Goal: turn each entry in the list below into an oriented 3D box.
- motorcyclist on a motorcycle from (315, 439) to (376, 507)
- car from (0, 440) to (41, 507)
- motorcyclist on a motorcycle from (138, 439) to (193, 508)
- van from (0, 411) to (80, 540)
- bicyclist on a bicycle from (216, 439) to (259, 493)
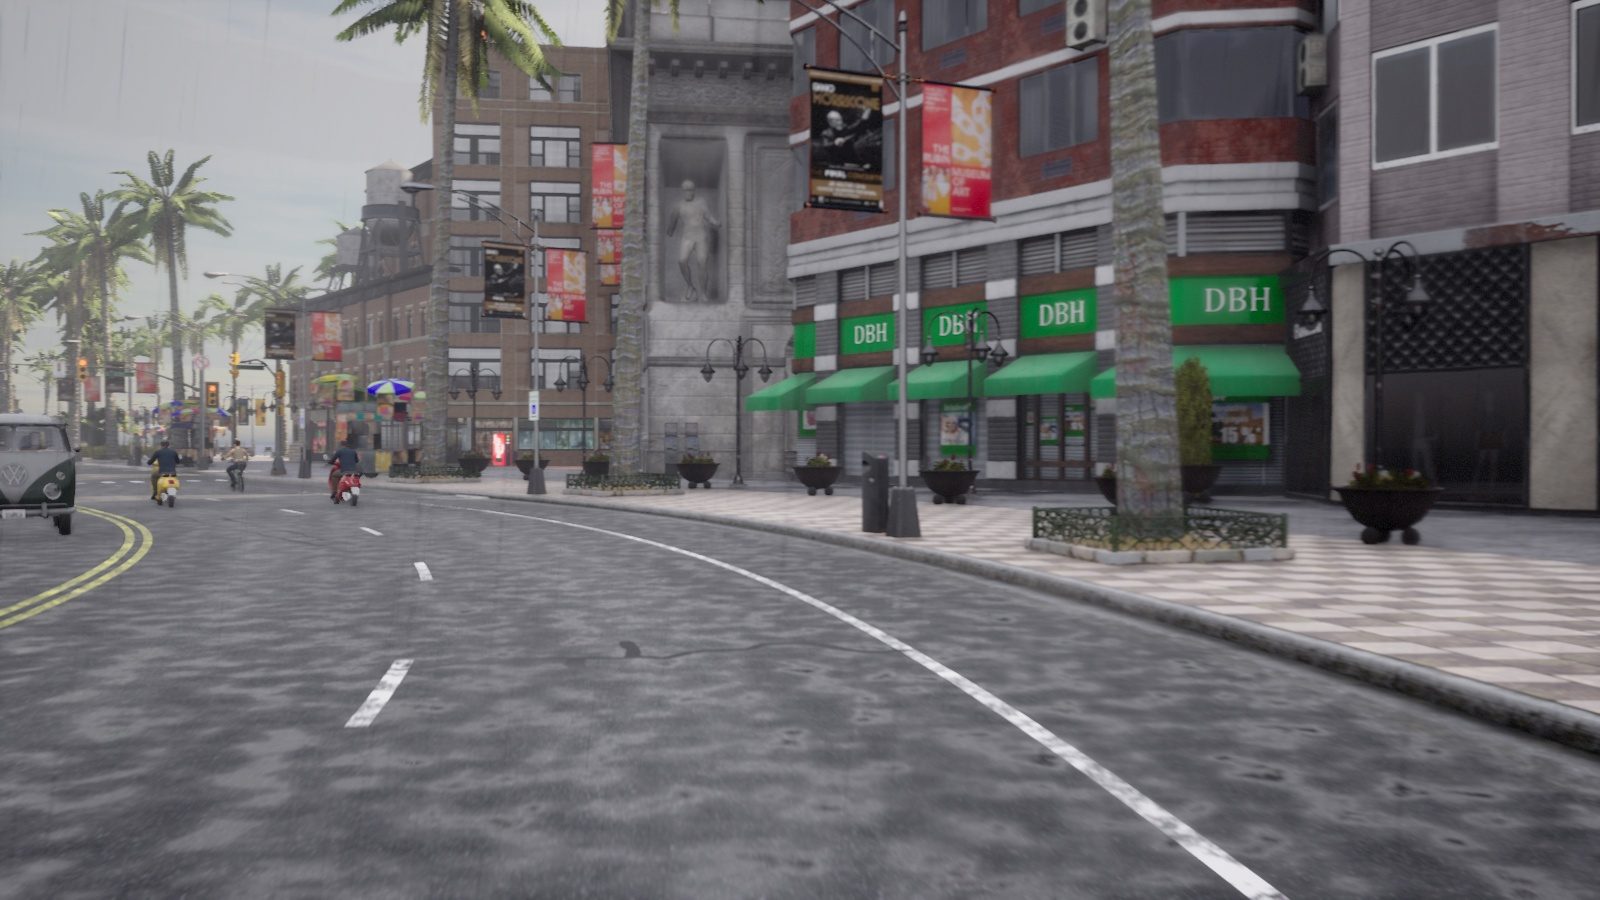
[{"bbox_3d":[-10.955,0.531,30.232,0.866,1.590,1.817,0,0,-37],"label":"motorcyclist on a motorcycle"},{"bbox_3d":[-19.663,0.526,30.136,2.007,1.525,4.514,0,0,-37],"label":"car"},{"bbox_3d":[-15.133,0.533,29.944,0.866,1.590,1.817,0,0,-37],"label":"motorcyclist on a motorcycle"},{"bbox_3d":[-13.318,0.381,21.254,1.775,1.987,4.442,0,0,-32],"label":"van"},{"bbox_3d":[-17.299,0.467,38.627,0.866,1.612,1.509,0,0,-38],"label":"bicyclist on a bicycle"}]
